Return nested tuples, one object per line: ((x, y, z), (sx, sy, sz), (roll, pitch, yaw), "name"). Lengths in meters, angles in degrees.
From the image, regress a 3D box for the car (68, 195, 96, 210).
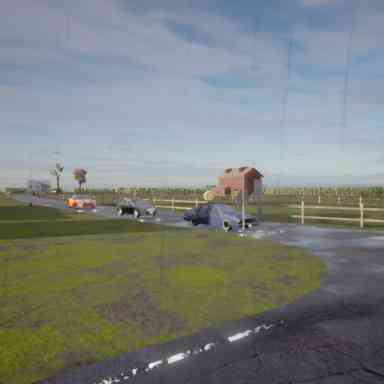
((-13.040, 1.125, 39.400), (2.097, 1.767, 4.553), (-1, 1, -37), "car")

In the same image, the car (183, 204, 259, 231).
((1.601, 1.470, 20.636), (2.033, 1.411, 5.357), (-1, 1, -38), "car")

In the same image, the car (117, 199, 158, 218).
((-4.770, 1.349, 28.619), (2.128, 1.511, 4.902), (-1, 1, -38), "car")
